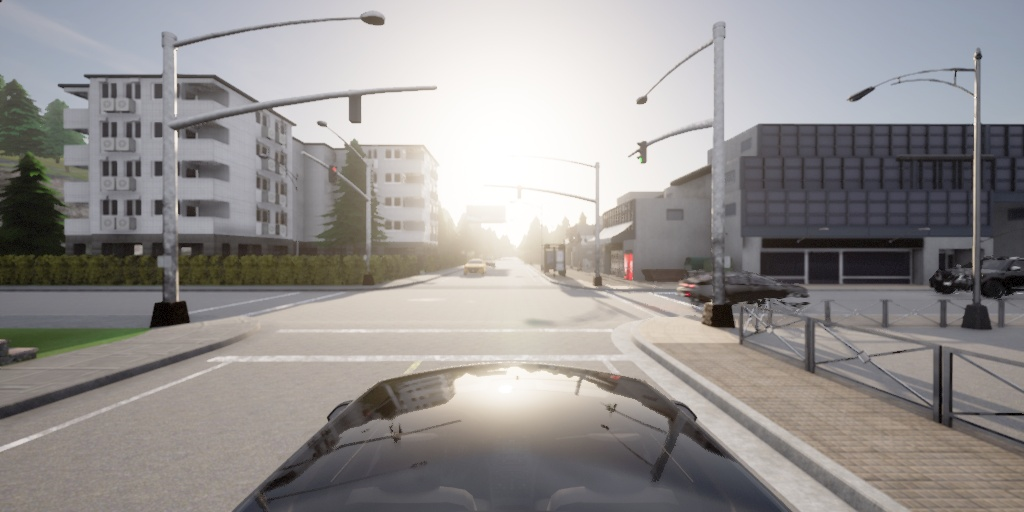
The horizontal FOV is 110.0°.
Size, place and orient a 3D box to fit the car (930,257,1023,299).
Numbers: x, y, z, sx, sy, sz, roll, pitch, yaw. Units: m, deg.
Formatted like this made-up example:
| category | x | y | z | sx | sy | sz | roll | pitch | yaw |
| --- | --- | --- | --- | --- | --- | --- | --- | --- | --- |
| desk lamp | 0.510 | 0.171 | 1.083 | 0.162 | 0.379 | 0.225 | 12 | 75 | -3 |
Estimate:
| category | x | y | z | sx | sy | sz | roll | pitch | yaw |
| --- | --- | --- | --- | --- | --- | --- | --- | --- | --- |
| car | 25.086 | 1.067 | 18.386 | 5.566 | 2.045 | 2.150 | 0 | 0 | 0 |

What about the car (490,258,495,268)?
| category | x | y | z | sx | sy | sz | roll | pitch | yaw |
| --- | --- | --- | --- | --- | --- | --- | --- | --- | --- |
| car | -3.539 | 1.060 | 53.797 | 1.994 | 1.385 | 4.181 | 0 | 0 | 0 |

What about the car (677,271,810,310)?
| category | x | y | z | sx | sy | sz | roll | pitch | yaw |
| --- | --- | --- | --- | --- | --- | --- | --- | --- | --- |
| car | 9.430 | 1.392 | 14.760 | 4.902 | 1.511 | 2.128 | 0 | 0 | 0 |

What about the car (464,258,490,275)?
| category | x | y | z | sx | sy | sz | roll | pitch | yaw |
| --- | --- | --- | --- | --- | --- | --- | --- | --- | --- |
| car | -3.576 | 1.063 | 35.555 | 1.882 | 1.535 | 5.008 | 0 | 0 | 0 |
